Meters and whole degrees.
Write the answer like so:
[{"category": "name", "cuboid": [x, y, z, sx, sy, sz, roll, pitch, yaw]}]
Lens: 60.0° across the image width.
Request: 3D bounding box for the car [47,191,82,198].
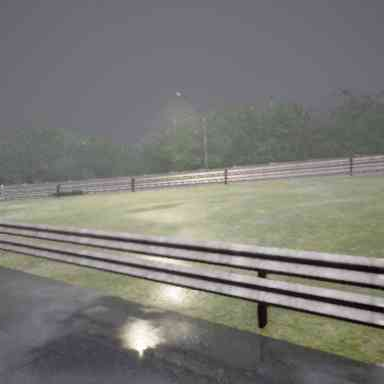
[{"category": "car", "cuboid": [-17.531, 0.223, 45.564, 4.718, 1.301, 1.895, -4, -2, 21]}]
